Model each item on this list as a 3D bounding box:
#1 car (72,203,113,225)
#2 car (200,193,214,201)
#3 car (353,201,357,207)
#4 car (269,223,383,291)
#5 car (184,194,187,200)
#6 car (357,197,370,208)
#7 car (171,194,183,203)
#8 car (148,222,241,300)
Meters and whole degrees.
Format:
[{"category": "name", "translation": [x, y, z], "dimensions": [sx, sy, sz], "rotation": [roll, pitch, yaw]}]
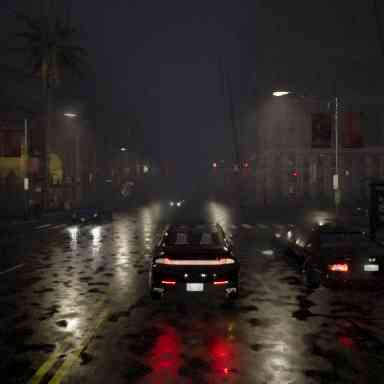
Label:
[{"category": "car", "translation": [-7.001, 1.525, 23.892], "dimensions": [1.812, 1.442, 4.674], "rotation": [0, 0, 2]}, {"category": "car", "translation": [4.044, 1.355, 89.287], "dimensions": [2.097, 1.767, 4.553], "rotation": [0, 0, 10]}, {"category": "car", "translation": [26.051, 1.477, 48.254], "dimensions": [5.008, 1.535, 1.882], "rotation": [0, 0, 0]}, {"category": "car", "translation": [3.565, 1.547, 9.087], "dimensions": [2.033, 1.411, 5.357], "rotation": [0, 0, 0]}, {"category": "car", "translation": [-2.777, 1.355, 90.979], "dimensions": [2.097, 1.767, 4.553], "rotation": [0, 0, 10]}, {"category": "car", "translation": [25.431, 1.505, 44.744], "dimensions": [4.892, 1.490, 1.837], "rotation": [0, 0, 0]}, {"category": "car", "translation": [-3.480, 1.595, 70.478], "dimensions": [1.895, 1.301, 4.718], "rotation": [0, 0, 0]}, {"category": "car", "translation": [0.061, 1.492, 8.386], "dimensions": [2.128, 1.511, 4.902], "rotation": [0, 0, 0]}]
